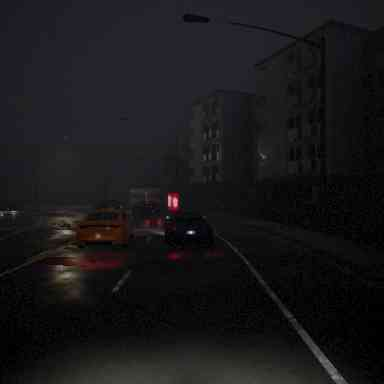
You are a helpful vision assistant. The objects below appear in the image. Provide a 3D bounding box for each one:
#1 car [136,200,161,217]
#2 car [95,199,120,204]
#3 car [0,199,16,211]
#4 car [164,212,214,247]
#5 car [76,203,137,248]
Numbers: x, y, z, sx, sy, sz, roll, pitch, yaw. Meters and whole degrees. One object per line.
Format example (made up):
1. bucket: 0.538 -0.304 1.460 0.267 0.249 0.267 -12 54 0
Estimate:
1. car: -4.313 1.495 31.188 2.128 1.511 4.902 0 0 -23
2. car: -7.519 1.366 29.784 2.097 1.767 4.553 0 0 -23
3. car: -23.439 1.602 40.832 5.357 1.411 2.033 0 0 43
4. car: -0.233 1.572 15.133 1.994 1.385 4.181 0 0 -5
5. car: -3.718 1.485 14.807 1.882 1.535 5.008 0 0 -5
